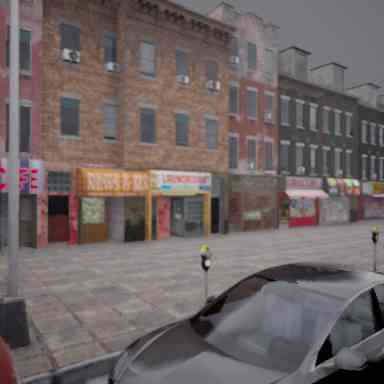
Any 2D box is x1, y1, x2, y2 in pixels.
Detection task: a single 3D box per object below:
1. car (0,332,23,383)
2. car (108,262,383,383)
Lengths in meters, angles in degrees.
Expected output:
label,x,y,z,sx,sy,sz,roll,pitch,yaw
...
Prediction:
label,x,y,z,sx,sy,sz,roll,pitch,yaw
car,-3.044,1.302,0.674,5.009,1.841,2.192,0,0,-35
car,1.256,1.583,3.718,4.313,1.339,1.947,0,0,-35
